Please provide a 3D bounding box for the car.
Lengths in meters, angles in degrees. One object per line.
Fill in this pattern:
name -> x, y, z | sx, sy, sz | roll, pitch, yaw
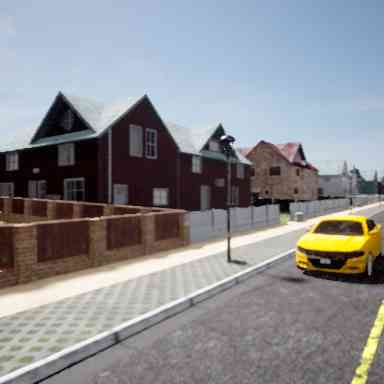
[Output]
car -> 4.870, 1.493, 10.643 | 1.882, 1.535, 5.008 | -1, 0, 35
